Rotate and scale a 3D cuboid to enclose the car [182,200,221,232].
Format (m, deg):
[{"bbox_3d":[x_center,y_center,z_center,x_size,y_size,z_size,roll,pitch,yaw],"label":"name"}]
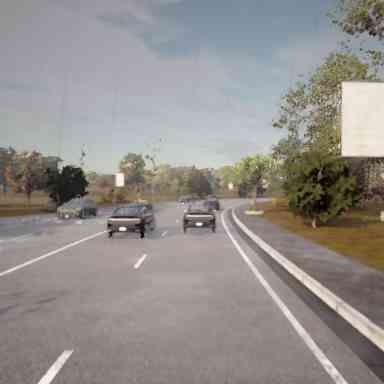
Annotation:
[{"bbox_3d":[0.484,1.491,20.067,2.128,1.511,4.902,0,0,2],"label":"car"}]

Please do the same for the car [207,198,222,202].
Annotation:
[{"bbox_3d":[2.623,1.507,42.045,1.837,1.490,4.892,0,0,9],"label":"car"}]

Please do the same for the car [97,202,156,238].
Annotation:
[{"bbox_3d":[-3.108,1.489,17.764,2.128,1.511,4.902,0,0,2],"label":"car"}]

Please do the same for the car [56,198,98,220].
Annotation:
[{"bbox_3d":[-9.697,1.344,28.463,2.097,1.767,4.553,0,0,5],"label":"car"}]

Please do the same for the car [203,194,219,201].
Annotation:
[{"bbox_3d":[4.281,1.151,74.972,2.033,1.411,5.357,0,0,22],"label":"car"}]

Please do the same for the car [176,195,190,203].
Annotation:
[{"bbox_3d":[-1.751,1.470,68.672,1.837,1.490,4.892,0,0,17],"label":"car"}]
